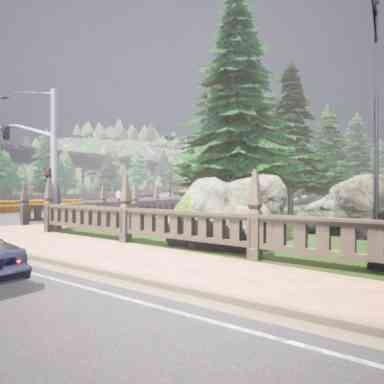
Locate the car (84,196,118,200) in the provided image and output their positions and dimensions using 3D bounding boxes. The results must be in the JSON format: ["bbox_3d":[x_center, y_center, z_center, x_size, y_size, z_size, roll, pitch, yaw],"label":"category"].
[{"bbox_3d":[-13.747,1.578,51.368,1.895,1.301,4.718,0,0,36],"label":"car"}]

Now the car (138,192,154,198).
[{"bbox_3d":[-9.766,0.764,68.854,1.882,1.535,5.008,0,3,35],"label":"car"}]

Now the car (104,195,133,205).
[{"bbox_3d":[-12.926,1.341,58.515,1.882,1.535,5.008,0,2,36],"label":"car"}]

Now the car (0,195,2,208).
[{"bbox_3d":[-27.842,1.334,43.742,2.097,1.767,4.553,0,0,36],"label":"car"}]

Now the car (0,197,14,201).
[{"bbox_3d":[-23.076,1.476,38.383,2.128,1.511,4.902,0,0,36],"label":"car"}]

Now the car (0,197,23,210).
[{"bbox_3d":[-24.548,1.461,42.328,1.882,1.535,5.008,0,0,36],"label":"car"}]

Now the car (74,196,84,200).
[{"bbox_3d":[-18.692,1.457,56.470,2.128,1.511,4.902,0,0,36],"label":"car"}]

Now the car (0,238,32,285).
[{"bbox_3d":[-6.146,1.544,8.340,5.357,1.411,2.033,0,0,36],"label":"car"}]
